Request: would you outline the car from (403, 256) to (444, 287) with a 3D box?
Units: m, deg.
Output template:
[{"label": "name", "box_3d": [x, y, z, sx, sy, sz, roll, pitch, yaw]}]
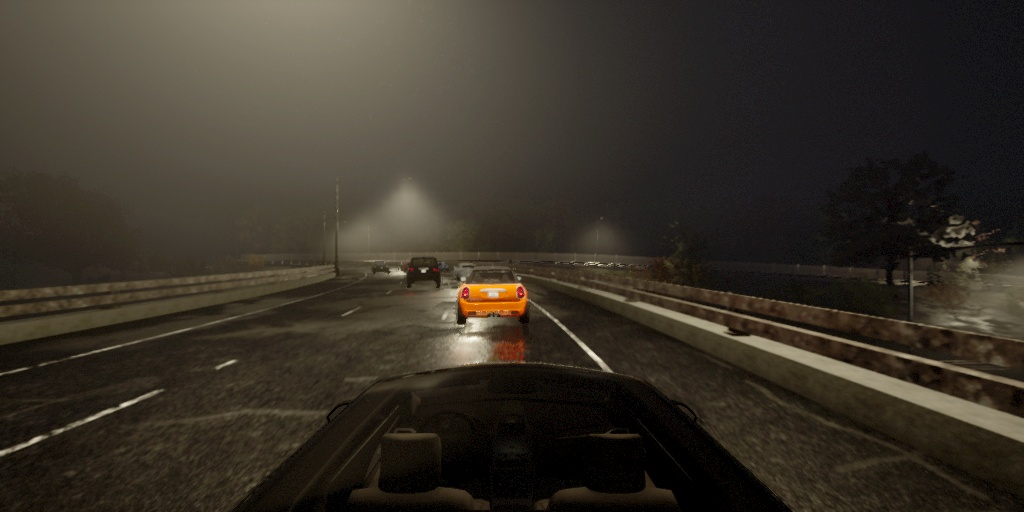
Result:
[{"label": "car", "box_3d": [-6.117, 1.026, 25.051, 2.150, 2.045, 5.566, 0, 0, -13]}]

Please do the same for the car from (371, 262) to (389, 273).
[{"label": "car", "box_3d": [-17.033, 1.446, 46.258, 1.994, 1.385, 4.181, 0, 0, -25]}]

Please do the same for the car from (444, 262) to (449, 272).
[{"label": "car", "box_3d": [-9.788, 1.388, 47.459, 2.033, 1.411, 5.357, 0, 0, -25]}]

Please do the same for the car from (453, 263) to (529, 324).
[{"label": "car", "box_3d": [-0.703, 1.114, 12.275, 2.097, 1.767, 4.553, 0, 0, -5]}]

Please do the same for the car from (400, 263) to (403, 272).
[{"label": "car", "box_3d": [-13.299, 1.338, 46.581, 1.882, 1.535, 5.008, 0, 0, -24]}]
